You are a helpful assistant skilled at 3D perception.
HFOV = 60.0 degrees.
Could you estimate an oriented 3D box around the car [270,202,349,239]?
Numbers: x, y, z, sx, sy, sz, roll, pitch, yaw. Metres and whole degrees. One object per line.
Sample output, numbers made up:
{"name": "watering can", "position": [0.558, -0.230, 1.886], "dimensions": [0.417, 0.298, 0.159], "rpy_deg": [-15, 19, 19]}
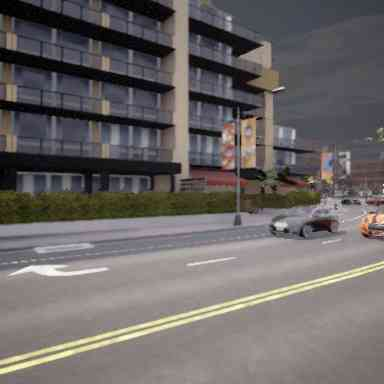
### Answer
{"name": "car", "position": [6.034, 1.499, 17.606], "dimensions": [4.902, 1.511, 2.128], "rpy_deg": [0, 0, -42]}

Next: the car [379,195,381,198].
{"name": "car", "position": [29.884, 1.628, 53.442], "dimensions": [1.895, 1.301, 4.718], "rpy_deg": [0, 0, 6]}

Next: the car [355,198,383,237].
{"name": "car", "position": [10.361, 1.361, 16.911], "dimensions": [4.553, 1.767, 2.097], "rpy_deg": [0, 0, -45]}

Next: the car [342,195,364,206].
{"name": "car", "position": [26.446, 1.589, 55.200], "dimensions": [1.994, 1.385, 4.181], "rpy_deg": [0, 0, 4]}
